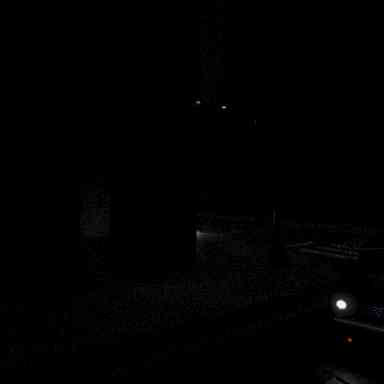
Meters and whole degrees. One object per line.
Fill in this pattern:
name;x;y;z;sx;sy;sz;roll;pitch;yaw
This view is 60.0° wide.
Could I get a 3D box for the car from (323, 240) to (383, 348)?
car;3.819;1.622;5.906;1.895;1.301;4.718;0;0;34
